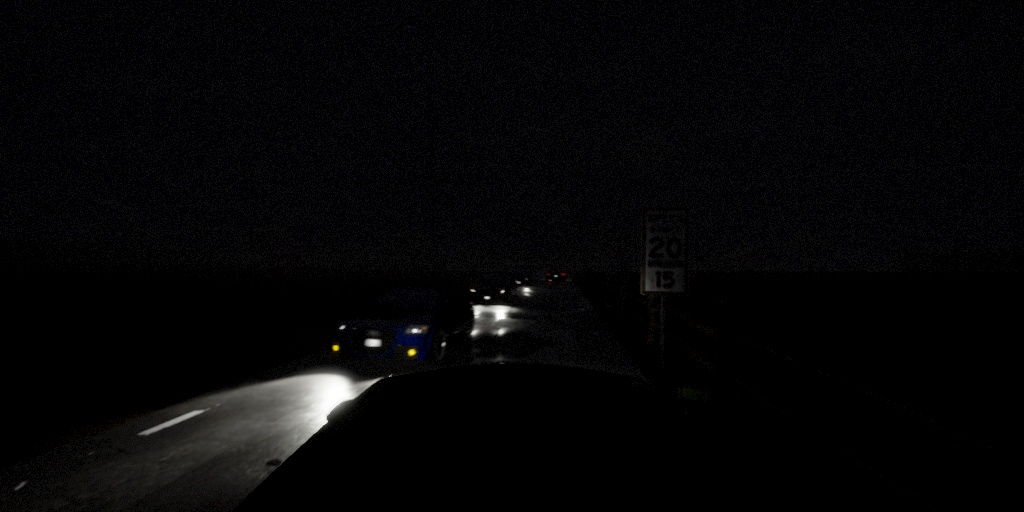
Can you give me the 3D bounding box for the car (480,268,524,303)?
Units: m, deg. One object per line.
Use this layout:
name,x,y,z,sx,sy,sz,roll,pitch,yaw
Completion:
car,-0.779,1.540,18.816,2.033,1.411,5.357,1,-1,7

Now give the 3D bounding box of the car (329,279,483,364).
car,-2.166,1.368,8.249,1.994,1.385,4.181,1,-1,8

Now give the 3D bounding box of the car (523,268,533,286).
car,0.865,1.771,31.206,2.033,1.411,5.357,1,-1,7

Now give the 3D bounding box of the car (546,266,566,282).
car,4.562,1.956,37.136,1.994,1.385,4.181,1,-1,7
